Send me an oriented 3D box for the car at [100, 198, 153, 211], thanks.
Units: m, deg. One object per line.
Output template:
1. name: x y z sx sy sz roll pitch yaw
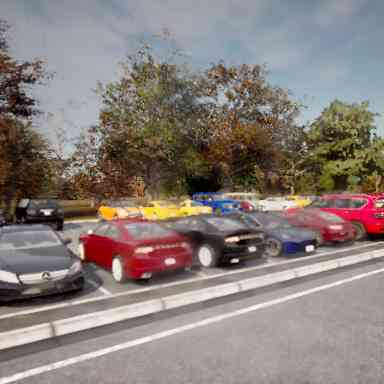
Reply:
1. car: -5.029 1.356 23.949 2.185 1.767 4.553 -1 0 -35

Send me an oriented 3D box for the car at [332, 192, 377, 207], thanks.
1. car: 20.202 0.891 41.534 2.185 1.767 4.553 -1 1 -35

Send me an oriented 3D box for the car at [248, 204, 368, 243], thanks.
1. car: 4.910 1.486 14.899 2.002 1.452 4.674 -1 1 -35

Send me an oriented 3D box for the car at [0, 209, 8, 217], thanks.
1. car: -11.870 1.543 19.128 2.097 1.535 5.008 0 0 -35

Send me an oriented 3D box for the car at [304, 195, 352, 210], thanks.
1. car: 15.606 1.134 38.389 2.163 1.488 4.792 -1 1 -35

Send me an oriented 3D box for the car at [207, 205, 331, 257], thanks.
1. car: 2.643 1.513 13.279 2.163 1.488 4.792 -1 1 -35

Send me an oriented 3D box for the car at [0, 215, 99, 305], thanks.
1. car: -4.229 1.587 8.508 2.002 1.452 4.674 0 0 -35

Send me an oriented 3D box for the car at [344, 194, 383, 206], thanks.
1. car: 22.466 1.012 43.160 2.002 1.452 4.674 -1 1 -35

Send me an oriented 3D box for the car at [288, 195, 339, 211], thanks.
1. car: 13.339 1.149 36.775 2.231 1.521 4.892 -1 1 -35

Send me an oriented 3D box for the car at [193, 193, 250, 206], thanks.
1. car: 1.949 1.108 28.760 2.435 2.045 5.566 -1 1 -35

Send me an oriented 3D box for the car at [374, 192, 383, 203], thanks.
1. car: 29.308 0.835 47.951 2.097 1.535 5.008 -1 1 -35

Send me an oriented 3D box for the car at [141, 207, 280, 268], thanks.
1. car: 0.346 1.512 11.701 2.097 1.535 5.008 -1 0 -35

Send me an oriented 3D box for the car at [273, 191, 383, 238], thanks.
1. car: 7.169 1.153 16.517 2.435 2.045 5.566 -1 1 -35

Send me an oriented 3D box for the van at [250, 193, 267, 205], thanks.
1. van: 4.281 1.091 30.285 1.878 1.987 4.442 -1 1 -35

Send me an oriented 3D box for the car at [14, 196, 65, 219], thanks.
1. car: -9.600 1.279 20.746 2.435 2.045 5.566 0 0 -35

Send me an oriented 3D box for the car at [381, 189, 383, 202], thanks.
1. car: 31.606 0.538 49.520 2.435 2.045 5.566 -1 1 -35

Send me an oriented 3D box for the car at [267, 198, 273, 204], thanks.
1. car: 8.779 1.273 33.579 2.002 1.452 4.674 -1 1 -35

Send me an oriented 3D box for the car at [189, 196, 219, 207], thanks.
1. car: -0.452 1.398 27.341 1.946 1.575 5.366 -1 1 -35

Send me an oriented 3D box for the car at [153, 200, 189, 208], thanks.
1. car: -2.725 1.444 25.517 2.097 1.535 5.008 -1 1 -35

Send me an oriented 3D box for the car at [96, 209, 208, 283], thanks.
1. car: -1.939 1.534 10.100 2.097 1.535 5.008 0 0 -35

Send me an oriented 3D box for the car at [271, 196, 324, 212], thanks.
1. car: 11.058 1.190 35.177 2.097 1.535 5.008 -1 1 -35
